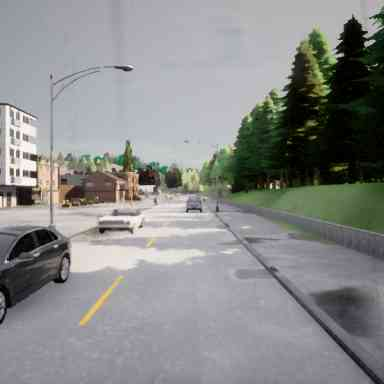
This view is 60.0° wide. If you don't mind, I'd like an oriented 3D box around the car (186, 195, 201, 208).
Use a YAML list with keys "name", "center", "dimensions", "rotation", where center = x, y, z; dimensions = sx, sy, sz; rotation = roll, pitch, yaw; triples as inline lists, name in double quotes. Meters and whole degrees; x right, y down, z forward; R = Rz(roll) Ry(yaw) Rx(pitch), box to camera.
- name: "car"
  center: [0.264, 1.371, 48.441]
  dimensions: [2.097, 1.767, 4.553]
  rotation: [0, 0, 0]

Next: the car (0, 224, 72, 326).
- name: "car"
  center: [-4.073, 1.507, 6.910]
  dimensions: [1.837, 1.490, 4.892]
  rotation: [0, 0, 0]

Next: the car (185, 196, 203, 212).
- name: "car"
  center: [0.237, 1.562, 38.312]
  dimensions: [2.033, 1.411, 5.357]
  rotation: [0, 0, 0]

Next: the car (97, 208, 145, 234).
- name: "car"
  center: [-3.966, 1.608, 19.243]
  dimensions: [1.895, 1.301, 4.718]
  rotation: [0, 0, 1]
